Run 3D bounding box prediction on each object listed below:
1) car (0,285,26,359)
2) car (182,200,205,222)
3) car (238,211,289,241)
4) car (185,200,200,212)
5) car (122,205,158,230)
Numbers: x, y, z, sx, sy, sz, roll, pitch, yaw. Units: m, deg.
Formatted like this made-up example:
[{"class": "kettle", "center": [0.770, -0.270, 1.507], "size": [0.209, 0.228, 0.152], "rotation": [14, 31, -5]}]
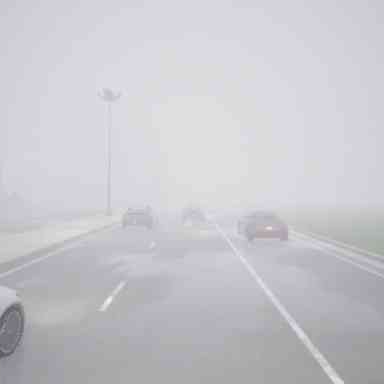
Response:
[{"class": "car", "center": [-3.395, 1.546, 3.063], "size": [1.812, 1.442, 4.674], "rotation": [0, 0, 0]}, {"class": "car", "center": [0.097, 1.702, 28.154], "size": [1.812, 1.442, 4.674], "rotation": [0, 0, 0]}, {"class": "car", "center": [3.601, 1.673, 17.456], "size": [1.994, 1.385, 4.181], "rotation": [0, 0, 0]}, {"class": "car", "center": [0.060, 1.794, 43.070], "size": [1.812, 1.442, 4.674], "rotation": [0, 0, 0]}, {"class": "car", "center": [-3.398, 1.631, 22.226], "size": [2.128, 1.511, 4.902], "rotation": [0, 0, 0]}]
